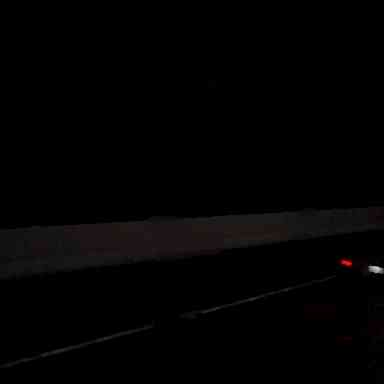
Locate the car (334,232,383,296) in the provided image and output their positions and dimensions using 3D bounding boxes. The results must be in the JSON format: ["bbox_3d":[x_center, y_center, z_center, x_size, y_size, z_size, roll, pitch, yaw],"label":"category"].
[{"bbox_3d":[5.510,1.503,7.704,5.357,1.411,2.033,0,0,-35],"label":"car"}]
